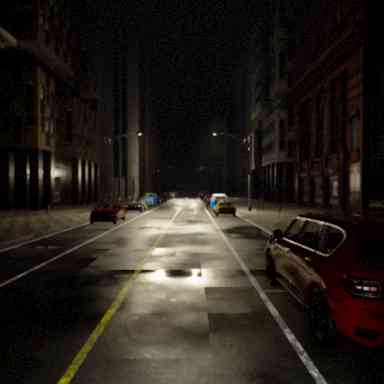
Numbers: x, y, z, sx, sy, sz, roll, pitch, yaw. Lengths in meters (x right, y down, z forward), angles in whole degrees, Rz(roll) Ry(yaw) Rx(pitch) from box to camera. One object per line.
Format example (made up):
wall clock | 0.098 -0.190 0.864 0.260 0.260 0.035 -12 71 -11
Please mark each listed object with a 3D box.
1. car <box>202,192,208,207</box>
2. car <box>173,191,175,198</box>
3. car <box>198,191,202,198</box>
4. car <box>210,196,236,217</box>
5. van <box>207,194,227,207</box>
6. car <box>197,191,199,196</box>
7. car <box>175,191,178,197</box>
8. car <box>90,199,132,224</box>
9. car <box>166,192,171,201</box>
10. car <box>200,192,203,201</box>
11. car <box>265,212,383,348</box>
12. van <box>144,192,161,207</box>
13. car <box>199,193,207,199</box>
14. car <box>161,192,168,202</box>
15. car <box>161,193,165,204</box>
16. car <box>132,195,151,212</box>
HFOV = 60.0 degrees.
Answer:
car | 2.825 1.139 45.639 1.967 1.590 4.097 0 0 0
car | -5.653 0.926 79.459 1.967 1.590 4.097 0 0 0
car | 2.856 0.997 68.183 1.967 1.590 4.097 0 0 0
car | 2.802 1.331 28.901 1.752 1.417 4.829 0 0 0
van | 2.809 1.111 34.365 1.690 1.788 3.998 0 0 0
car | 2.872 0.801 79.455 2.192 1.841 5.009 0 0 0
car | -5.637 0.855 90.732 1.967 1.590 4.097 0 0 0
car | -5.731 1.388 23.093 1.887 1.381 4.507 0 0 0
car | -5.677 0.907 62.548 2.192 1.841 5.009 0 0 0
car | 2.841 1.178 56.912 2.008 1.369 4.403 0 0 0
car | 2.769 1.271 6.184 2.192 1.841 5.009 0 0 0
van | -5.701 1.040 45.638 1.690 1.788 3.998 0 0 0
car | 2.880 0.995 85.093 1.887 1.381 4.507 0 0 0
car | -5.684 1.194 56.913 1.947 1.339 4.313 0 0 0
car | -5.692 1.229 51.276 1.947 1.339 4.313 0 0 0
car | -5.716 1.336 34.366 1.947 1.339 4.313 0 0 0
